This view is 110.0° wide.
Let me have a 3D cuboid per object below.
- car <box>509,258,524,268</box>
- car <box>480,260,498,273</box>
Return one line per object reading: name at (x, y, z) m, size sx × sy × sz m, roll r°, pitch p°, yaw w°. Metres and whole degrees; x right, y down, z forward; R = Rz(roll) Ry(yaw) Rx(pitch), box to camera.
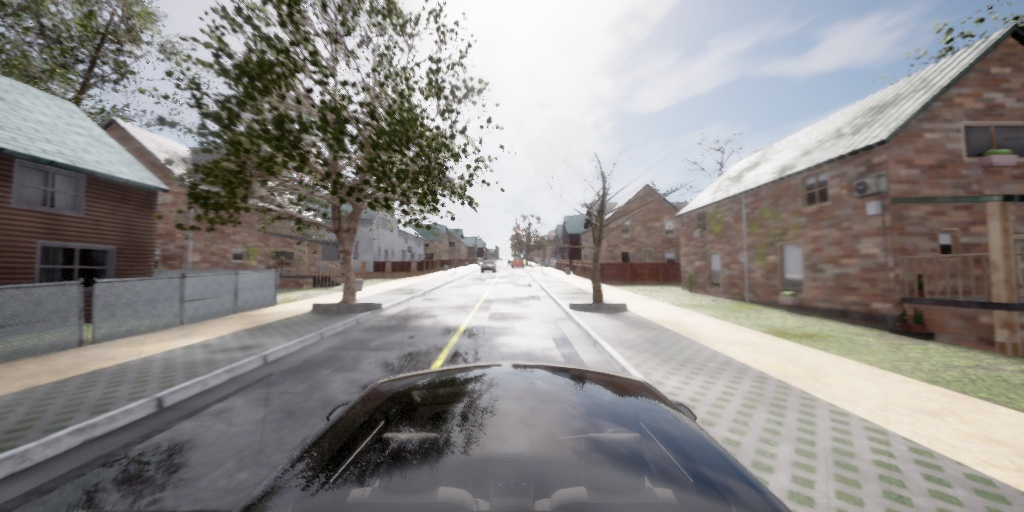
car at (0.929, 1.067, 59.976) m, size 2.097 × 1.767 × 4.553 m, roll -3°, pitch -1°, yaw 0°
car at (-2.823, 1.274, 44.052) m, size 1.837 × 1.490 × 4.892 m, roll 0°, pitch 0°, yaw 0°
